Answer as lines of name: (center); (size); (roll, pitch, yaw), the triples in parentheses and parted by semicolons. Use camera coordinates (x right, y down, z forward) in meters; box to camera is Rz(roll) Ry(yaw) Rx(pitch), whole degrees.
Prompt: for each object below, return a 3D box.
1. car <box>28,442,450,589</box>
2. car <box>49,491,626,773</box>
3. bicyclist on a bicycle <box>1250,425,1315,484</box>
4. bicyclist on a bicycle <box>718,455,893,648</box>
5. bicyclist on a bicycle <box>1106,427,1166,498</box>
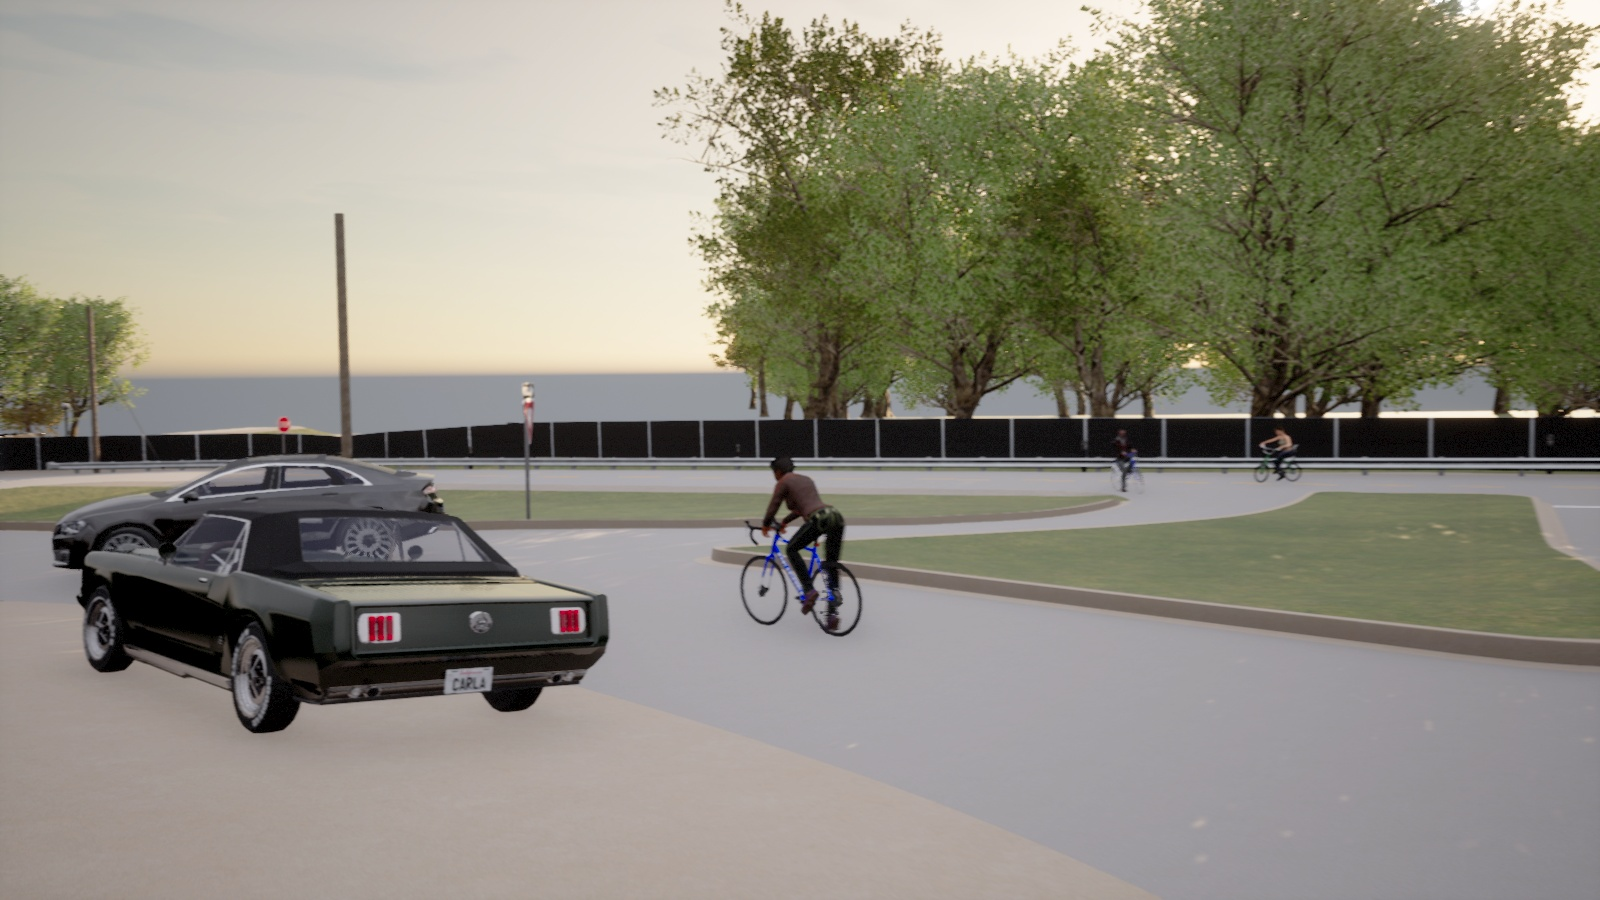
car: (-7.408, 0.791, 17.123); (4.902, 1.511, 2.128); (-3, 3, -19)
car: (-3.415, 1.026, 8.653); (1.895, 1.301, 4.718); (5, -4, -44)
bicyclist on a bicycle: (13.851, 0.124, 36.051); (1.509, 1.612, 0.866); (-2, 3, -8)
bicyclist on a bicycle: (0.023, 0.874, 11.551); (0.582, 1.620, 1.656); (-4, 3, -43)
bicyclist on a bicycle: (9.005, 0.308, 33.716); (0.659, 1.776, 1.843); (-5, 3, -12)
